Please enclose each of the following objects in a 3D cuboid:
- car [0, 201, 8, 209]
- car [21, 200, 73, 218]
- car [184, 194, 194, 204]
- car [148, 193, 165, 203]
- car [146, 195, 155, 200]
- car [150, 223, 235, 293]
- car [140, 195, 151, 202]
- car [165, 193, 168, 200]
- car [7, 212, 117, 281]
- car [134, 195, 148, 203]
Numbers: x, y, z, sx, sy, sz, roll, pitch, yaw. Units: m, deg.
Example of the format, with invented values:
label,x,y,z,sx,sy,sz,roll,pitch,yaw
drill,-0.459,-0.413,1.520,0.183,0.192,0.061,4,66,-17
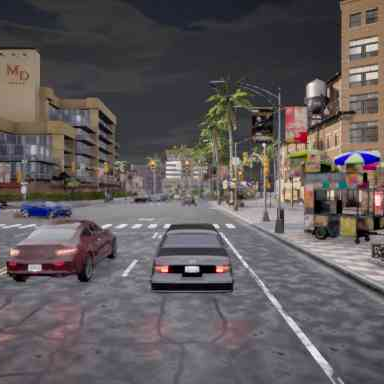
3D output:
label,x,y,z,sx,sy,sz,roll,pitch,yaw
car,-26.567,1.547,42.611,5.357,1.411,2.033,0,0,-2
car,-12.473,1.478,28.603,5.008,1.535,1.882,0,-1,27
car,-0.491,1.491,64.220,2.128,1.511,4.902,0,0,-1
car,-7.659,1.355,71.368,2.097,1.767,4.553,0,0,-1
car,-11.350,1.540,91.594,2.033,1.411,5.357,0,0,-1
car,-0.004,1.547,8.970,2.033,1.411,5.357,0,0,0
car,-11.244,1.478,80.463,1.882,1.535,5.008,0,0,-1
car,-7.747,1.225,80.707,2.150,2.045,5.566,0,0,-1
car,-3.510,1.526,9.709,1.812,1.442,4.674,0,0,0
car,-11.159,1.595,71.320,1.895,1.301,4.718,0,0,-1
